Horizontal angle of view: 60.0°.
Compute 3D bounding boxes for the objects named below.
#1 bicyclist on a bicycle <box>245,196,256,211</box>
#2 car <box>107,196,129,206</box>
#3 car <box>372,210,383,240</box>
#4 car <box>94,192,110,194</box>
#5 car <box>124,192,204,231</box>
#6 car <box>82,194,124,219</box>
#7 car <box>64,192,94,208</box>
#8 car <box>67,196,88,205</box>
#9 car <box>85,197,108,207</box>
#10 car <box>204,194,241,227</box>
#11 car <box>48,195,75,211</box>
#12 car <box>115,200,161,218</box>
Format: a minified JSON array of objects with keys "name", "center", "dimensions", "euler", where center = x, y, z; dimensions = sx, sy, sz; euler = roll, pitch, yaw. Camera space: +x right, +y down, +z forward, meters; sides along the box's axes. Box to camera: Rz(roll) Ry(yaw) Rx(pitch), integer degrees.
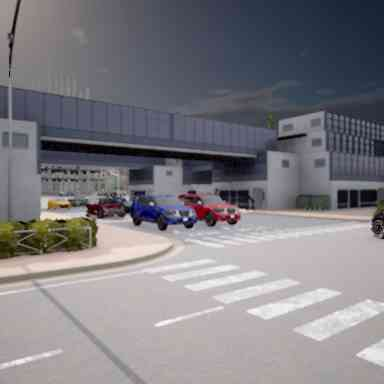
[{"name":"bicyclist on a bicycle","center":[6.246,1.202,35.197],"dimensions":[1.656,1.620,0.582],"euler":[-1,0,-36]},{"name":"car","center":[-11.737,1.442,52.687],"dimensions":[1.812,1.442,4.674],"euler":[0,0,-35]},{"name":"car","center":[9.470,1.162,13.393],"dimensions":[2.150,2.045,5.566],"euler":[1,0,4]},{"name":"car","center":[-17.393,1.139,60.423],"dimensions":[2.150,2.045,5.566],"euler":[0,0,-36]},{"name":"car","center":[-1.946,1.180,20.922],"dimensions":[2.150,2.045,5.566],"euler":[0,0,-35]},{"name":"car","center":[-7.447,1.312,28.564],"dimensions":[2.097,1.767,4.553],"euler":[0,0,-36]},{"name":"car","center":[-15.680,1.296,45.994],"dimensions":[2.097,1.767,4.553],"euler":[0,0,-35]},{"name":"car","center":[-20.211,1.478,58.350],"dimensions":[2.033,1.411,5.357],"euler":[0,0,-36]},{"name":"car","center":[-14.589,1.456,50.661],"dimensions":[1.812,1.442,4.674],"euler":[0,0,-35]},{"name":"car","center":[0.901,1.166,23.000],"dimensions":[2.150,2.045,5.566],"euler":[0,0,-36]},{"name":"car","center":[-16.347,1.437,40.911],"dimensions":[1.882,1.535,5.008],"euler":[0,0,-36]},{"name":"car","center":[-5.193,1.492,31.420],"dimensions":[2.033,1.411,5.357],"euler":[0,0,-36]}]
